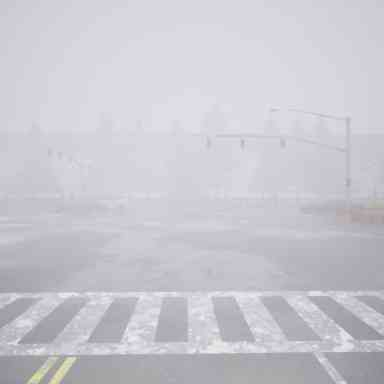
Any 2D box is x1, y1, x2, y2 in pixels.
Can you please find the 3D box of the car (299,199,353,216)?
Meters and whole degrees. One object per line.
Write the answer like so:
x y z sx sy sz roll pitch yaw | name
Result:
12.893 1.476 31.961 5.008 1.535 1.882 0 0 -2 | car

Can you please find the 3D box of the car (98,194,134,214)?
-8.876 1.221 34.798 5.566 2.045 2.150 0 0 -2 | car

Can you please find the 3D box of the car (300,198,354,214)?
14.325 1.476 35.506 5.008 1.535 1.882 0 0 -2 | car

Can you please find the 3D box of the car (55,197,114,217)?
-10.249 1.476 31.255 5.008 1.535 1.882 0 0 -2 | car
